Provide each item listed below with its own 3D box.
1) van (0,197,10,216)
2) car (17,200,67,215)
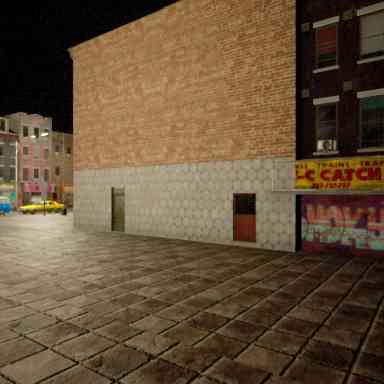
[{"bbox_3d":[-18.511,1.337,29.768,1.690,1.788,3.998,0,0,36],"label":"van"},{"bbox_3d":[-15.331,1.517,34.184,1.752,1.417,4.829,0,0,36],"label":"car"}]
